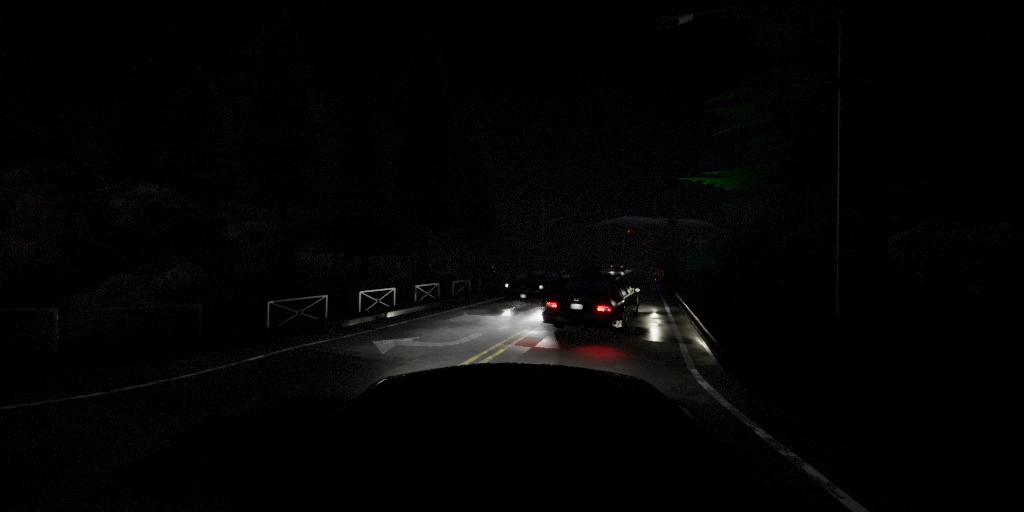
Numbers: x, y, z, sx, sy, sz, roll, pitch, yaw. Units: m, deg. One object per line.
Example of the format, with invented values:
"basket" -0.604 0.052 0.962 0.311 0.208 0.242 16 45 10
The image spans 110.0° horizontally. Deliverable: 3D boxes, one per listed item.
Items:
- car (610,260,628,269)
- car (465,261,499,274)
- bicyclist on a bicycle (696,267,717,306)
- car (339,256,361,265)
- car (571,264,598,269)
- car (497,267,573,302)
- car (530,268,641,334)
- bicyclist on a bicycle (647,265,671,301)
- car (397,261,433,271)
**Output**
"car" 17.443 1.698 59.005 2.097 1.767 4.553 1 -1 21
"car" -3.769 1.391 44.810 4.553 1.767 2.097 1 -1 21
"bicyclist on a bicycle" 8.215 1.273 15.098 1.656 1.620 0.582 1 0 -33
"car" -22.665 1.018 52.409 5.566 2.045 2.150 1 -1 25
"car" 8.650 1.686 44.774 4.674 1.442 1.812 1 0 -17
"car" 1.222 1.314 16.325 1.895 1.301 4.718 1 -1 21
"car" 2.534 1.231 10.403 2.033 1.411 5.357 1 -1 25
"bicyclist on a bicycle" 6.802 1.259 16.514 1.656 1.620 0.582 1 0 -30
"car" -13.088 1.396 48.408 5.008 1.535 1.882 1 -1 21
